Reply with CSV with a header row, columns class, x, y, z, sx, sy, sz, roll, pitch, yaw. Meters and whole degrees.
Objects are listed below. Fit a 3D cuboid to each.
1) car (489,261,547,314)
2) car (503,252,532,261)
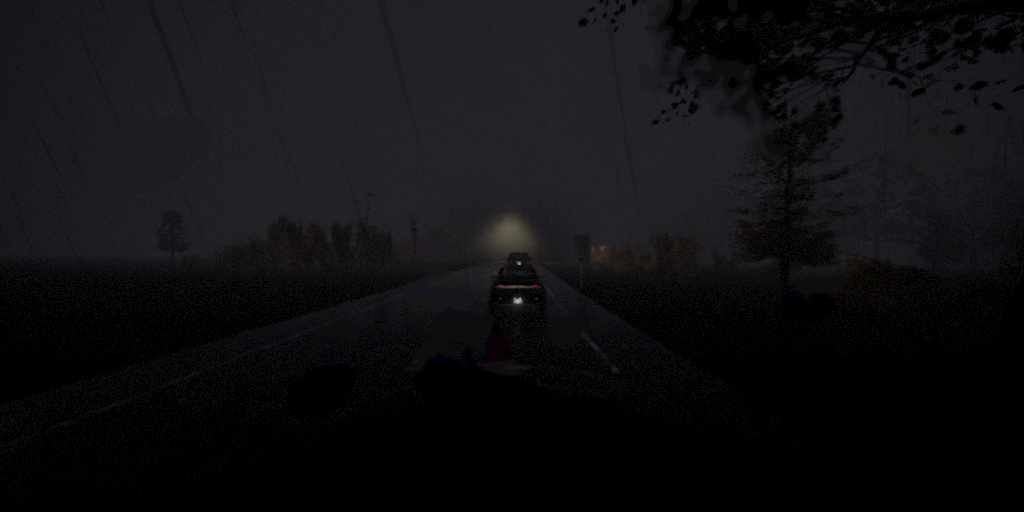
class,x,y,z,sx,sy,sz,roll,pitch,yaw
car,0.212,1.130,13.250,2.128,1.511,4.902,0,1,1
car,0.634,0.687,32.046,2.150,2.045,5.566,0,0,1
